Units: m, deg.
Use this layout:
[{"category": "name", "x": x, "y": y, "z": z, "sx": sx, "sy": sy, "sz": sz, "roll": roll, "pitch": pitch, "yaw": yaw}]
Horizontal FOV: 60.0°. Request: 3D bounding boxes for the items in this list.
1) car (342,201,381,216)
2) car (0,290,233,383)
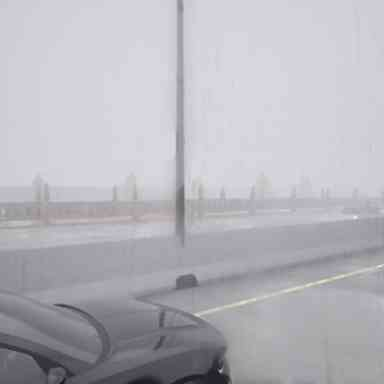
[{"category": "car", "x": 16.780, "y": 1.576, "z": 32.936, "sx": 4.181, "sy": 1.385, "sz": 1.994, "roll": 0, "pitch": 0, "yaw": -34}, {"category": "car", "x": -1.918, "y": 1.477, "z": 2.378, "sx": 5.008, "sy": 1.535, "sz": 1.882, "roll": 0, "pitch": 0, "yaw": -36}]
